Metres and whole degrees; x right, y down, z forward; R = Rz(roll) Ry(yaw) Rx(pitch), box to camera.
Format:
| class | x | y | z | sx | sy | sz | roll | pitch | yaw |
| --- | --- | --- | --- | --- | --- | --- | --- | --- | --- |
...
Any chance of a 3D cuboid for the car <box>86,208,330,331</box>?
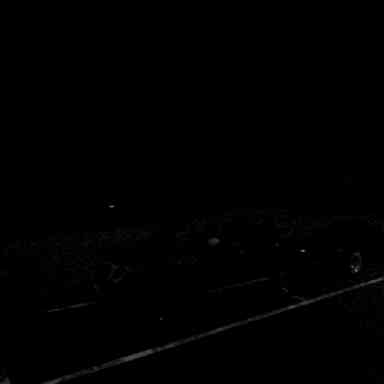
| class | x | y | z | sx | sy | sz | roll | pitch | yaw |
| --- | --- | --- | --- | --- | --- | --- | --- | --- | --- |
| car | 0.434 | 1.313 | 7.072 | 5.009 | 1.841 | 2.192 | 0 | 0 | -35 |

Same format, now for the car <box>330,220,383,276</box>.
| class | x | y | z | sx | sy | sz | roll | pitch | yaw |
| --- | --- | --- | --- | --- | --- | --- | --- | --- | --- |
| car | 5.026 | 1.562 | 10.347 | 4.313 | 1.339 | 1.947 | 0 | 0 | -35 |

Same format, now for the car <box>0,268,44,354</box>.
| class | x | y | z | sx | sy | sz | roll | pitch | yaw |
| --- | --- | --- | --- | --- | --- | --- | --- | --- | --- |
| car | -4.159 | 1.545 | 3.799 | 4.507 | 1.381 | 1.887 | 0 | 0 | -35 |
